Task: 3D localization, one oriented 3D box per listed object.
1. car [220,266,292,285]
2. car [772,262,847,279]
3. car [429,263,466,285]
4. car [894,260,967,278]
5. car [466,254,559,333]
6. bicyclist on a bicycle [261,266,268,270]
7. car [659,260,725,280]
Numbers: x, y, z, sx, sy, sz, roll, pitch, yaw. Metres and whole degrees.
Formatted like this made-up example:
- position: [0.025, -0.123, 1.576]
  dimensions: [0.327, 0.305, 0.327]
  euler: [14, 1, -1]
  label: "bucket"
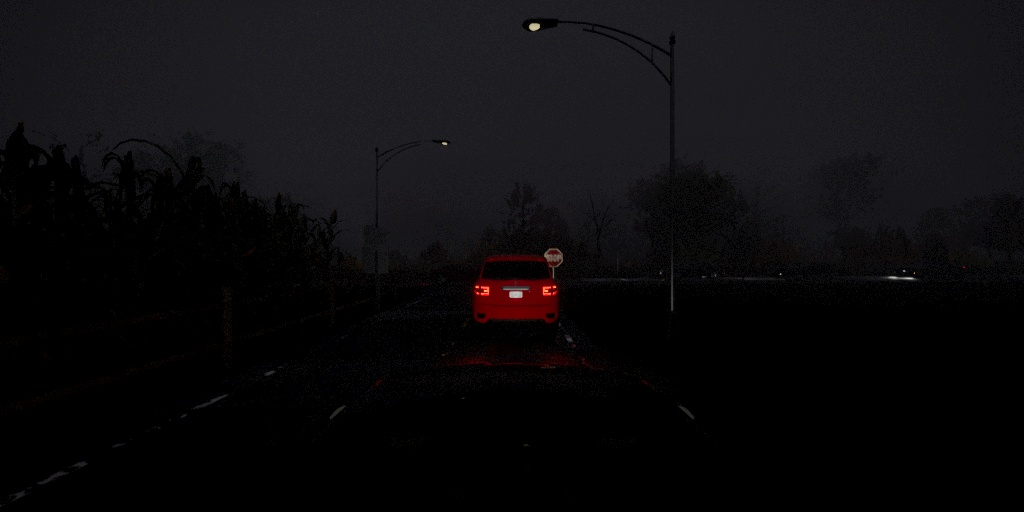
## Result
- position: [-19.008, 1.438, 26.460]
  dimensions: [5.357, 1.411, 2.033]
  euler: [0, 0, 1]
  label: "car"
- position: [23.881, 1.131, 28.916]
  dimensions: [4.718, 1.301, 1.895]
  euler: [0, 0, 1]
  label: "car"
- position: [-3.497, 1.242, 26.284]
  dimensions: [5.008, 1.535, 1.882]
  euler: [-1, 0, 1]
  label: "car"
- position: [33.516, 1.010, 28.798]
  dimensions: [4.181, 1.385, 1.994]
  euler: [-1, 0, 1]
  label: "car"
- position: [0.095, 0.971, 10.833]
  dimensions: [2.150, 2.045, 5.566]
  euler: [0, 0, 0]
  label: "car"
- position: [-22.471, 1.346, 32.472]
  dimensions: [0.582, 1.620, 1.656]
  euler: [0, 0, 1]
  label: "bicyclist on a bicycle"
- position: [14.502, 1.100, 29.024]
  dimensions: [4.902, 1.511, 2.128]
  euler: [0, 0, 1]
  label: "car"
